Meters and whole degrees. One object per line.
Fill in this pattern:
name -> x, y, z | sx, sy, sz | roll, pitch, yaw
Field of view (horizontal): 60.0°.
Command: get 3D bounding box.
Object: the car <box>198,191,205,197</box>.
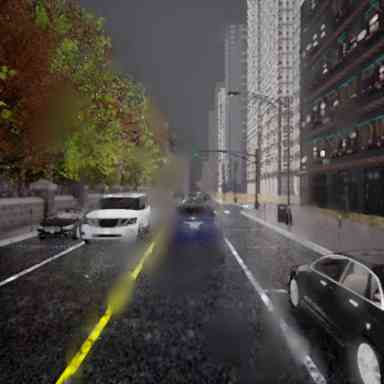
car -> 2.701, 0.599, 93.124 | 1.967, 1.590, 4.097 | 0, 0, 0

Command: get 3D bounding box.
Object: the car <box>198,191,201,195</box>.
car -> 2.698, 0.961, 64.964 | 1.947, 1.339, 4.313 | 0, 0, 0

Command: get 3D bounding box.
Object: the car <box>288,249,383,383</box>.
car -> 2.693, 1.502, 4.802 | 2.008, 1.369, 4.403 | 0, 1, 0

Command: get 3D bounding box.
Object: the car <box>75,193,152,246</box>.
car -> -3.091, 1.075, 14.876 | 2.150, 2.045, 5.566 | 0, 1, 0

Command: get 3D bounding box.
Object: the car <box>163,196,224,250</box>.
car -> 0.101, 1.217, 13.724 | 2.097, 1.767, 4.553 | 0, 1, 0

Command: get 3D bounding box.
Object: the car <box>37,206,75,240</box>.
car -> -5.764, 1.394, 15.876 | 2.008, 1.369, 4.403 | 0, 1, 0

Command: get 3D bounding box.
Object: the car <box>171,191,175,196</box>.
car -> -5.681, 0.738, 76.229 | 1.967, 1.590, 4.097 | 0, 0, 0

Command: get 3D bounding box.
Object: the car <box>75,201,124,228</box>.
car -> -5.815, 1.335, 21.415 | 1.887, 1.381, 4.507 | 0, 1, 0

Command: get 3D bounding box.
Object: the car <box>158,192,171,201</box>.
car -> -5.683, 0.977, 64.965 | 1.802, 1.307, 4.206 | 0, 1, 0

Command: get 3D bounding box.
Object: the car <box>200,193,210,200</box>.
car -> 2.698, 0.912, 70.597 | 1.947, 1.339, 4.313 | 0, 0, 0

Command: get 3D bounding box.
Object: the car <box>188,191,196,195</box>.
car -> 0.008, 0.558, 86.516 | 2.097, 1.767, 4.553 | 0, 0, 0

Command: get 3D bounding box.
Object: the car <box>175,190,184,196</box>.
car -> -2.993, 0.509, 77.926 | 2.150, 2.045, 5.566 | 0, 0, 0

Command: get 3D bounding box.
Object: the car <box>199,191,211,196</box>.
car -> 2.697, 1.011, 59.332 | 1.947, 1.339, 4.313 | 0, 1, 0

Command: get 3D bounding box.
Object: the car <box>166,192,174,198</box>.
car -> -5.680, 0.731, 87.324 | 1.752, 1.417, 4.829 | 0, 0, 0

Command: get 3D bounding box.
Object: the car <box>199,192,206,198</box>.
car -> 2.700, 0.750, 87.494 | 1.887, 1.381, 4.507 | 0, 0, 0
